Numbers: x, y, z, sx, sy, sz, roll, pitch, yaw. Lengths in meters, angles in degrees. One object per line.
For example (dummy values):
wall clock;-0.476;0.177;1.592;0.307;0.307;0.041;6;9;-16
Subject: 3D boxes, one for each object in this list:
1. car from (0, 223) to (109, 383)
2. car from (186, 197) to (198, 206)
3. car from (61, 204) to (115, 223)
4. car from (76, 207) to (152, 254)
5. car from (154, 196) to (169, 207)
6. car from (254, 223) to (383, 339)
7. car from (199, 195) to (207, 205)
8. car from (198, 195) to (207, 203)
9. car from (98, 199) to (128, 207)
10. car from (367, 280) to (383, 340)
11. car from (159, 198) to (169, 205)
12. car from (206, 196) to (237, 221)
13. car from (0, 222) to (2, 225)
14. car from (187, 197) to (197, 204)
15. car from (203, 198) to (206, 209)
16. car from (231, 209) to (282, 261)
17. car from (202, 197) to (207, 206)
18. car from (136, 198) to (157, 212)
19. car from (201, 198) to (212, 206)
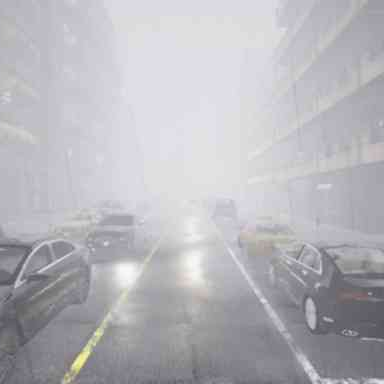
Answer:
car;-3.090;1.519;5.382;2.128;1.511;4.902;0;0;0
car;-0.007;1.819;60.928;1.812;1.442;4.674;0;0;0
car;-5.682;1.608;17.538;1.752;1.417;4.829;1;0;0
car;-3.001;1.579;13.934;1.837;1.490;4.892;0;0;0
car;-5.684;1.588;56.684;2.192;1.841;5.009;1;0;0
car;2.700;1.581;6.540;2.008;1.369;4.403;1;0;0
car;2.697;1.559;51.083;2.192;1.841;5.009;1;0;0
car;2.693;1.726;84.492;2.192;1.841;5.009;1;0;0
car;-5.680;1.425;23.277;2.192;1.841;5.009;1;0;0
car;2.700;1.556;0.973;2.008;1.369;4.403;1;0;0
car;-5.689;1.910;67.819;1.802;1.307;4.206;1;0;0
car;2.700;1.450;28.813;2.192;1.841;5.009;1;0;0
car;-5.677;1.347;6.574;2.192;1.841;5.009;1;0;0
car;-0.008;1.787;70.980;1.994;1.385;4.181;0;0;0
car;2.696;1.740;39.947;2.008;1.369;4.403;1;0;0
car;2.700;1.582;12.278;1.752;1.417;4.829;1;0;0
car;2.695;1.761;45.515;1.887;1.381;4.507;1;0;0
car;-5.685;1.757;39.980;1.947;1.339;4.313;1;0;0
car;2.693;1.865;62.219;1.947;1.339;4.313;1;0;0
